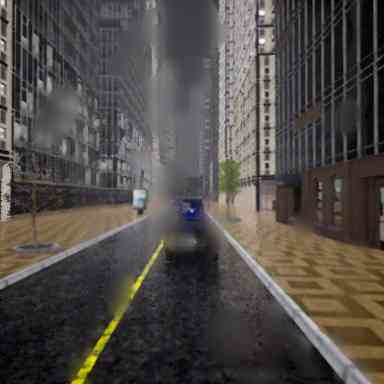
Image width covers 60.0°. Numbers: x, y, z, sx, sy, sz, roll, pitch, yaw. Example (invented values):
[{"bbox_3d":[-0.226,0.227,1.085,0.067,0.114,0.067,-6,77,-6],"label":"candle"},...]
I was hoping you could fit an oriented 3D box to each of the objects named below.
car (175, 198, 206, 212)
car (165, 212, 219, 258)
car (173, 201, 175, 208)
[{"bbox_3d":[0.006,1.532,27.563,2.150,2.045,5.566,0,0,0],"label":"car"},{"bbox_3d":[0.018,1.706,13.355,1.994,1.385,4.181,0,-1,0],"label":"car"},{"bbox_3d":[-2.773,2.272,65.711,1.882,1.535,5.008,0,-1,0],"label":"car"}]
